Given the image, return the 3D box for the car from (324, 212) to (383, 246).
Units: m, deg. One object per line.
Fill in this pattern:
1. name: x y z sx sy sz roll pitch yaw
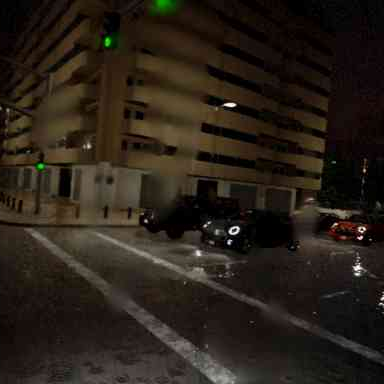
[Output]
1. car: 10.420 2.165 20.214 4.553 1.767 2.097 5 0 -38

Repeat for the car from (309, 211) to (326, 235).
1. car: 8.899 2.148 23.466 4.902 1.511 2.128 5 0 -38

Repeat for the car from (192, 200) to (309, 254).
1. car: 2.573 1.506 14.154 4.553 1.767 2.097 5 0 -38

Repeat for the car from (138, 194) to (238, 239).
1. car: 0.135 1.144 16.675 5.566 2.045 2.150 5 0 -38
